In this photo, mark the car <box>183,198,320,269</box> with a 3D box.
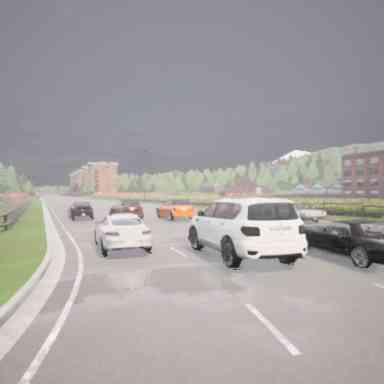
[{"bbox_3d":[1.589,1.219,11.478,2.150,2.045,5.566,0,0,-17],"label":"car"}]

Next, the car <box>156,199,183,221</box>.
[{"bbox_3d":[-1.484,1.401,27.962,2.097,1.767,4.553,-1,0,-24],"label":"car"}]

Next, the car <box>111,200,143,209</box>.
[{"bbox_3d":[-5.700,1.444,28.827,2.097,1.767,4.553,-1,0,-24],"label":"car"}]

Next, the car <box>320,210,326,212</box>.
[{"bbox_3d":[7.599,1.555,24.931,1.895,1.301,4.718,-1,0,-24],"label":"car"}]

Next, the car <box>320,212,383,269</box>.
[{"bbox_3d":[5.321,1.561,11.090,1.895,1.301,4.718,-1,0,-15],"label":"car"}]

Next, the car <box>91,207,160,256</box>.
[{"bbox_3d":[-2.857,1.571,13.442,1.812,1.442,4.674,0,0,-20],"label":"car"}]

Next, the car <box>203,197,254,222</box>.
[{"bbox_3d":[2.835,1.356,26.942,2.097,1.767,4.553,-1,0,-24],"label":"car"}]

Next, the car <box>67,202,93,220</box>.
[{"bbox_3d":[-10.045,1.642,29.972,1.837,1.490,4.892,-1,0,-24],"label":"car"}]
